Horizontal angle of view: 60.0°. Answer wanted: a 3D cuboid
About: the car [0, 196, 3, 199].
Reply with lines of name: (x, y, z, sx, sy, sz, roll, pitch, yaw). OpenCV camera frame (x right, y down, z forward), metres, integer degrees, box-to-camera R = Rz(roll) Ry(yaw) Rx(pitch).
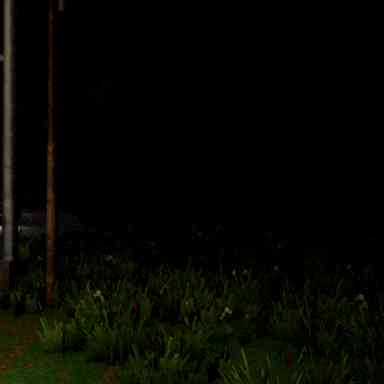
car: (-21.664, 1.451, 34.960, 5.008, 1.535, 1.882, 0, 0, 44)

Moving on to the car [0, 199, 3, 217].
car: (-13.787, 1.479, 22.983, 1.837, 1.490, 4.892, 0, 0, -22)

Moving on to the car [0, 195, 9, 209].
car: (-26.126, 1.325, 43.682, 4.553, 1.767, 2.097, 0, 0, 39)
